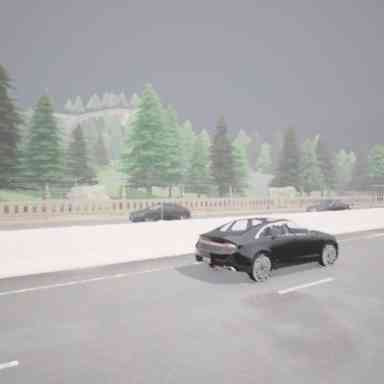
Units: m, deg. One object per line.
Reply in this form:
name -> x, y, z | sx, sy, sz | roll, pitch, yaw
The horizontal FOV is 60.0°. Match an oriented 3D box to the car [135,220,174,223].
car -> -2.180, 1.516, 23.918 | 4.674, 1.442, 1.812 | 0, 0, -36

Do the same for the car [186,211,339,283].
car -> 2.341, 1.486, 9.717 | 4.902, 1.511, 2.128 | 0, 0, -36
